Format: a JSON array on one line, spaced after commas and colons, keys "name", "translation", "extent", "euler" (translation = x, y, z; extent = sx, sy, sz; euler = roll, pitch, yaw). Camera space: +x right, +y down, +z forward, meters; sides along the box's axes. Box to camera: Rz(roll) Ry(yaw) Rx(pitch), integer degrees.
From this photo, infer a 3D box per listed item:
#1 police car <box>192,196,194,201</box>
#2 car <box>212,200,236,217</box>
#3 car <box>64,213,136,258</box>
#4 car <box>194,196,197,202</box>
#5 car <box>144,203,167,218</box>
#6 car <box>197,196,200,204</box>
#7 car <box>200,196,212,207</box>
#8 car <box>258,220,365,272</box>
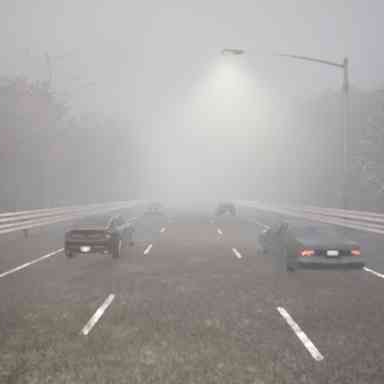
[{"name": "police car", "translation": [1.852, 1.998, 92.742], "extent": [1.930, 1.638, 5.238], "euler": [0, 0, -2]}, {"name": "car", "translation": [3.372, 1.730, 34.181], "extent": [1.837, 1.490, 4.892], "euler": [0, 0, -1]}, {"name": "car", "translation": [-3.438, 1.594, 13.127], "extent": [1.837, 1.490, 4.892], "euler": [0, 0, 0]}, {"name": "car", "translation": [2.223, 2.014, 81.631], "extent": [2.163, 1.488, 4.792], "euler": [0, 0, -2]}, {"name": "car", "translation": [-3.613, 1.767, 33.231], "extent": [2.033, 1.411, 5.357], "euler": [0, 0, -1]}, {"name": "car", "translation": [2.547, 2.047, 70.598], "extent": [1.895, 1.301, 4.718], "euler": [0, 0, -2]}, {"name": "car", "translation": [2.824, 1.907, 59.535], "extent": [1.812, 1.442, 4.674], "euler": [0, 0, -1]}, {"name": "car", "translation": [3.576, 1.621, 10.993], "extent": [2.033, 1.411, 5.357], "euler": [0, 0, 0]}]
